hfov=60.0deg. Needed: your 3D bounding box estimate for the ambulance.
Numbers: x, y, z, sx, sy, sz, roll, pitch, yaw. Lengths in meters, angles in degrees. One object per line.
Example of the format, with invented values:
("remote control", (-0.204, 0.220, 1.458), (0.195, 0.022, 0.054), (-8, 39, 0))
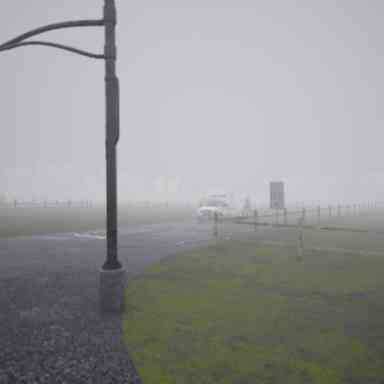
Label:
("ambulance", (2.879, 1.366, 29.124), (2.351, 2.431, 6.366), (-1, -1, 35))
